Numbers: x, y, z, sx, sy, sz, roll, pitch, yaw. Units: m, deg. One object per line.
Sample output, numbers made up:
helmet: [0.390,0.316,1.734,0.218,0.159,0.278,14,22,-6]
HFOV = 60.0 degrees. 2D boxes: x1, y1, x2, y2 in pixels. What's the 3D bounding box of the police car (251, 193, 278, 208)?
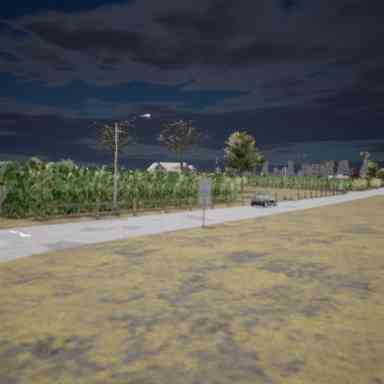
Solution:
police car: [8.924,0.985,41.106,1.930,1.638,5.238,3,2,36]
